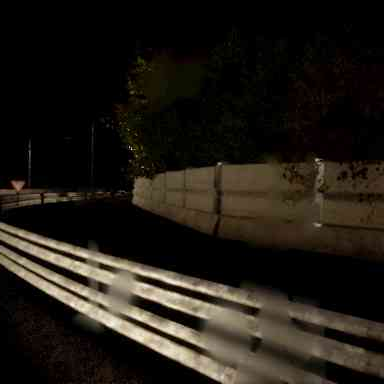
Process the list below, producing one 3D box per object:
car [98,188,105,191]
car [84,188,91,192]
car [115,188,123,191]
[{"bbox_3d":[-24.423,-0.399,89.509,1.895,1.301,4.718,1,1,-17],"label":"car"},{"bbox_3d":[-27.810,-0.460,88.629,1.895,1.301,4.718,1,1,-17],"label":"car"},{"bbox_3d":[-19.473,-0.329,89.241,1.994,1.385,4.181,1,1,-2],"label":"car"}]
